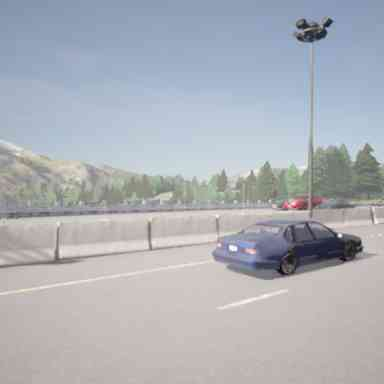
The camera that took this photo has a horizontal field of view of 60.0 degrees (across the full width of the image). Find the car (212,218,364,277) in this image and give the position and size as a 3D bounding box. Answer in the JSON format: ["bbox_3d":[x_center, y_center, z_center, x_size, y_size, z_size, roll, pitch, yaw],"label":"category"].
[{"bbox_3d":[3.134,1.535,10.280,5.357,1.411,2.033,0,0,-36],"label":"car"}]

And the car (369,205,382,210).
[{"bbox_3d":[21.240,1.589,36.324,4.902,1.511,2.128,1,-1,-35],"label":"car"}]

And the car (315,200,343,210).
[{"bbox_3d":[15.927,1.601,36.845,5.357,1.411,2.033,1,0,-35],"label":"car"}]
